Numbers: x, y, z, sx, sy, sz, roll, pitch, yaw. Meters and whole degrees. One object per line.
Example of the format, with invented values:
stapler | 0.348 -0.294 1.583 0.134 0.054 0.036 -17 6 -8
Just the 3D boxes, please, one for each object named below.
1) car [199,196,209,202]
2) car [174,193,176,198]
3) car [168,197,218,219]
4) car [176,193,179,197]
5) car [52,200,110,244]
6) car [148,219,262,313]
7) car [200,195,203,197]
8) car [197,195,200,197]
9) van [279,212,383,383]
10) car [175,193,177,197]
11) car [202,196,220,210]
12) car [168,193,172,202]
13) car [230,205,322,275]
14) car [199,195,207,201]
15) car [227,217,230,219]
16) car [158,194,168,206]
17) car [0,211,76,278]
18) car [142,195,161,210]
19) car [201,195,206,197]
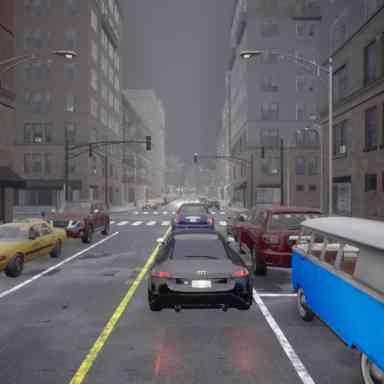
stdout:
car | 2.694 1.548 75.963 2.008 1.369 4.403 0 0 0
car | -5.347 1.548 75.970 2.008 1.369 4.403 0 0 0
car | 0.062 1.351 17.833 2.097 1.767 4.553 0 0 0
car | -5.335 1.313 86.934 2.192 1.841 5.009 0 0 0
car | -5.388 1.314 16.070 2.192 1.841 5.009 0 0 0
car | 0.104 1.564 7.777 1.994 1.385 4.181 0 0 -2
car | 2.678 1.547 54.035 2.008 1.369 4.403 0 0 0
car | 2.690 1.548 70.481 2.008 1.369 4.403 0 0 0
van | 2.642 1.341 4.706 1.690 1.788 3.998 0 0 0
car | -5.341 1.563 81.452 1.947 1.339 4.313 0 0 0
car | 2.670 1.547 43.072 2.008 1.369 4.403 0 0 0
car | -5.365 1.312 59.524 2.192 1.841 5.009 0 0 0
car | 2.646 1.314 10.384 2.192 1.841 5.009 0 0 0
car | 2.698 1.438 81.446 1.967 1.590 4.097 0 0 0
car | 2.650 1.581 16.064 1.802 1.307 4.206 0 0 0
car | -5.372 1.522 53.871 1.752 1.417 4.829 0 0 0
car | -5.392 1.525 10.221 1.752 1.417 4.829 0 0 0
car | -5.384 1.522 42.908 1.752 1.417 4.829 0 0 0
car | 2.674 1.541 48.554 1.887 1.381 4.507 0 0 0
